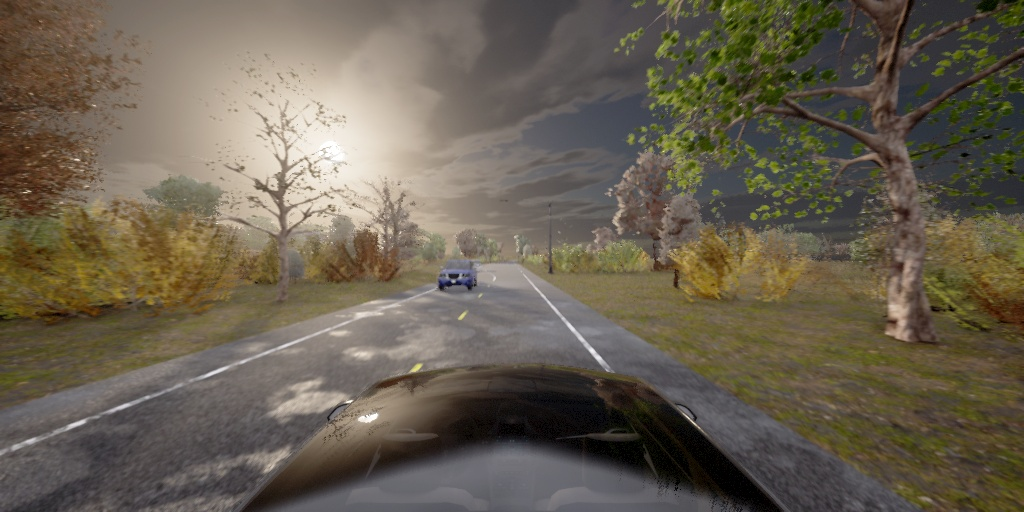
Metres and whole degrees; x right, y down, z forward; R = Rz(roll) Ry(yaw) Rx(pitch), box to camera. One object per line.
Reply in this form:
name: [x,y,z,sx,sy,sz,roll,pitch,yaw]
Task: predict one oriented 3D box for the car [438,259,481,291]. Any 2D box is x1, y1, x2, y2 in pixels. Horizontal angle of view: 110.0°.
car: [-3.648,1.258,25.021,2.150,2.045,5.566,0,-1,0]
